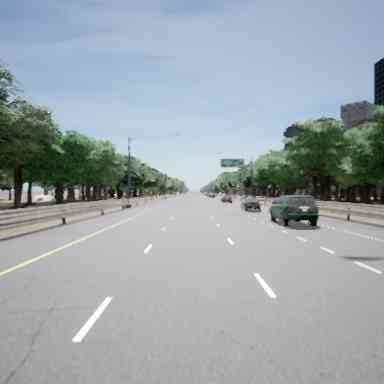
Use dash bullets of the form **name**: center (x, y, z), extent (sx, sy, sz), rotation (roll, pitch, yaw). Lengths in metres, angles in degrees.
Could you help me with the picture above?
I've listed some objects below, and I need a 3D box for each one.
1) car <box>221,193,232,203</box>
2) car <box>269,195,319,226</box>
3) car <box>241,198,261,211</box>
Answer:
- **car**: center (7.258, 1.387, 70.811), extent (2.097, 1.767, 4.553), rotation (0, 0, 0)
- **car**: center (7.024, 1.237, 23.367), extent (2.150, 2.045, 5.566), rotation (0, 0, 0)
- **car**: center (7.081, 1.530, 40.455), extent (1.837, 1.490, 4.892), rotation (0, 0, 0)
